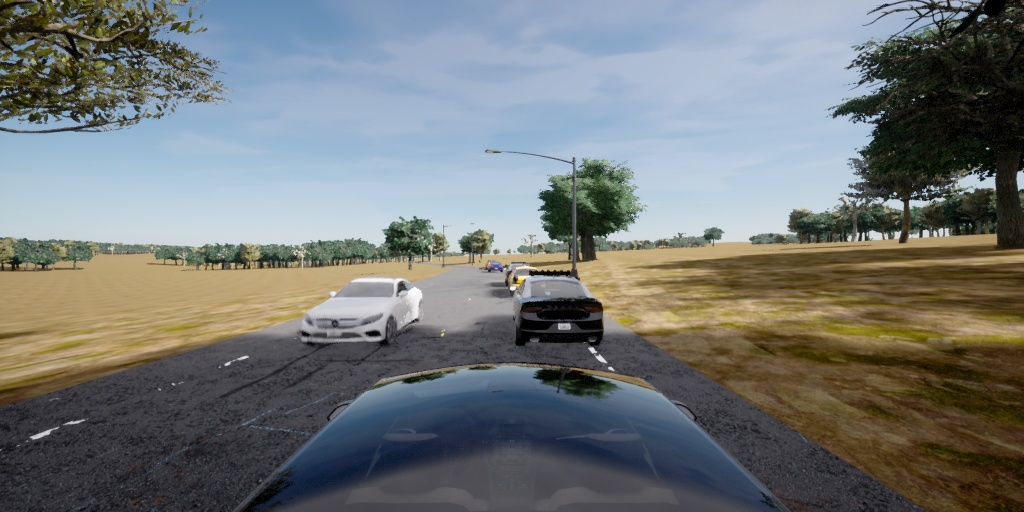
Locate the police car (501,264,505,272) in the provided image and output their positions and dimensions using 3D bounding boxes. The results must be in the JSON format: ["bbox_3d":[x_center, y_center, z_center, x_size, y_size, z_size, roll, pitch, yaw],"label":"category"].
[{"bbox_3d":[0.460,1.223,25.722,1.930,1.638,5.238,0,0,-3],"label":"police car"}]

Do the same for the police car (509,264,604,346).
[{"bbox_3d":[0.990,1.188,9.638,1.930,1.638,5.238,0,0,-1],"label":"police car"}]

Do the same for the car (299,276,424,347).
[{"bbox_3d":[-3.615,1.288,9.535,1.812,1.442,4.674,0,0,-1],"label":"car"}]

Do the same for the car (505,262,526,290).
[{"bbox_3d":[0.718,1.241,19.773,1.801,1.575,5.366,0,0,-2],"label":"car"}]

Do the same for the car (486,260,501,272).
[{"bbox_3d":[-2.215,1.452,48.310,1.812,1.442,4.674,0,-1,-5],"label":"car"}]
